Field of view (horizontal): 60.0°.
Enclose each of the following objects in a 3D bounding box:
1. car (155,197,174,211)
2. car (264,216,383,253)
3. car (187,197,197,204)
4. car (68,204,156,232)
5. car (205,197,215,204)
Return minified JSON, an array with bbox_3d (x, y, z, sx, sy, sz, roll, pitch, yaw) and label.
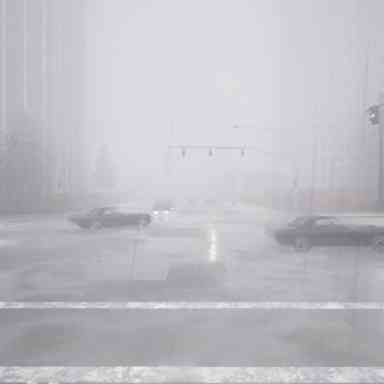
[{"bbox_3d":[-3.587,1.564,40.774,1.994,1.385,4.181,0,0,0],"label":"car"},{"bbox_3d":[5.390,1.601,13.129,4.718,1.301,1.895,0,0,-1],"label":"car"},{"bbox_3d":[0.019,1.564,64.973,1.994,1.385,4.181,0,0,0],"label":"car"},{"bbox_3d":[-4.840,1.601,20.138,4.718,1.301,1.895,0,0,-37],"label":"car"},{"bbox_3d":[3.519,1.601,65.002,1.895,1.301,4.718,0,0,0],"label":"car"}]
